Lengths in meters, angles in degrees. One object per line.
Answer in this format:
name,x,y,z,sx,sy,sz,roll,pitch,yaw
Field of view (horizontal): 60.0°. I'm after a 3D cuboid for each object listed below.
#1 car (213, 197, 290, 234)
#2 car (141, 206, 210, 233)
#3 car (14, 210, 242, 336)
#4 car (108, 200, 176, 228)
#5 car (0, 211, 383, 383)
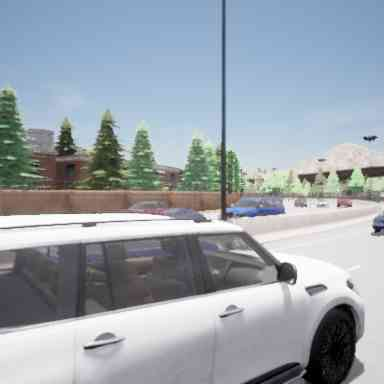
car,4.007,1.373,21.604,2.150,2.045,5.566,0,0,44
car,-0.994,1.709,21.668,4.181,1.385,1.994,0,0,-44
car,-1.243,1.401,7.447,4.553,1.767,2.097,0,-1,-37
car,-3.535,1.510,24.096,4.553,1.767,2.097,0,-1,-44
car,-0.360,1.247,3.649,5.566,2.045,2.150,0,0,-36
